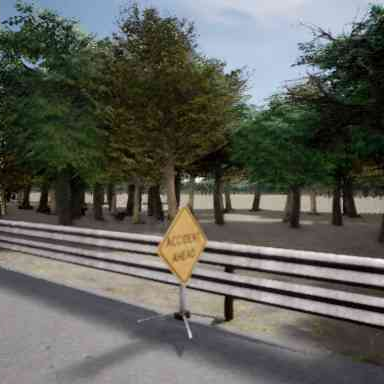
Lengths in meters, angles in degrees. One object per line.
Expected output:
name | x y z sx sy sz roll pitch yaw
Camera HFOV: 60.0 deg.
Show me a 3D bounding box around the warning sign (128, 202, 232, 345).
warning sign | -0.156 1.122 5.285 1.060 1.860 1.300 0 0 36
